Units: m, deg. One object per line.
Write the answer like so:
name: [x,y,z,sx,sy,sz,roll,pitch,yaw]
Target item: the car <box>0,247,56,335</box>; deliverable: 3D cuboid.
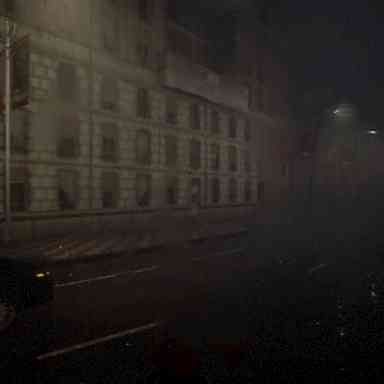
car: [-4.630,1.547,5.156,4.674,1.442,1.812,0,0,-36]
